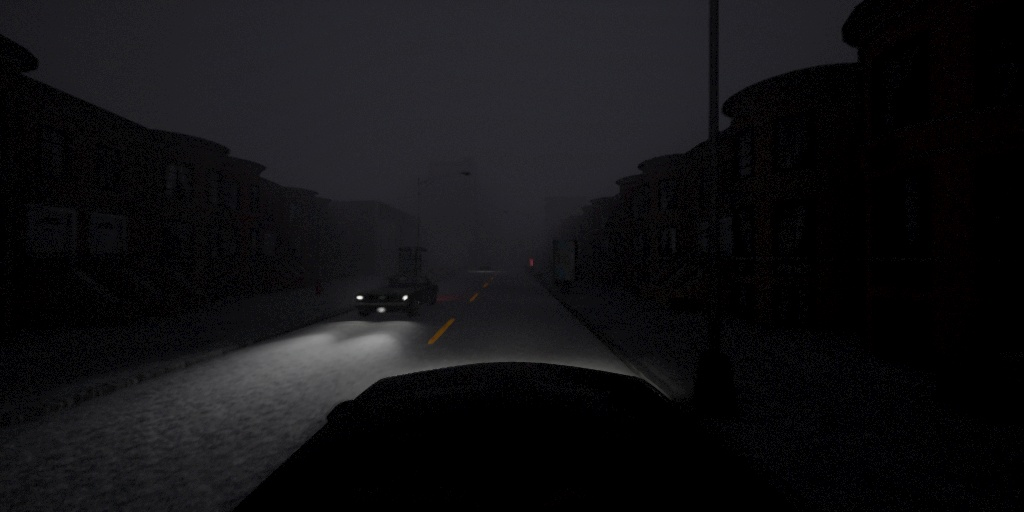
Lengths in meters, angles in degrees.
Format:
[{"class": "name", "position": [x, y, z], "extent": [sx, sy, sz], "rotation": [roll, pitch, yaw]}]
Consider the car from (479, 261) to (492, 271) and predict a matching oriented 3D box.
[{"class": "car", "position": [-4.043, 1.548, 55.804], "extent": [2.033, 1.411, 5.357], "rotation": [0, 0, 0]}]

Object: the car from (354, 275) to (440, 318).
[{"class": "car", "position": [-4.101, 1.406, 13.501], "extent": [1.895, 1.301, 4.718], "rotation": [0, 0, 0]}]
